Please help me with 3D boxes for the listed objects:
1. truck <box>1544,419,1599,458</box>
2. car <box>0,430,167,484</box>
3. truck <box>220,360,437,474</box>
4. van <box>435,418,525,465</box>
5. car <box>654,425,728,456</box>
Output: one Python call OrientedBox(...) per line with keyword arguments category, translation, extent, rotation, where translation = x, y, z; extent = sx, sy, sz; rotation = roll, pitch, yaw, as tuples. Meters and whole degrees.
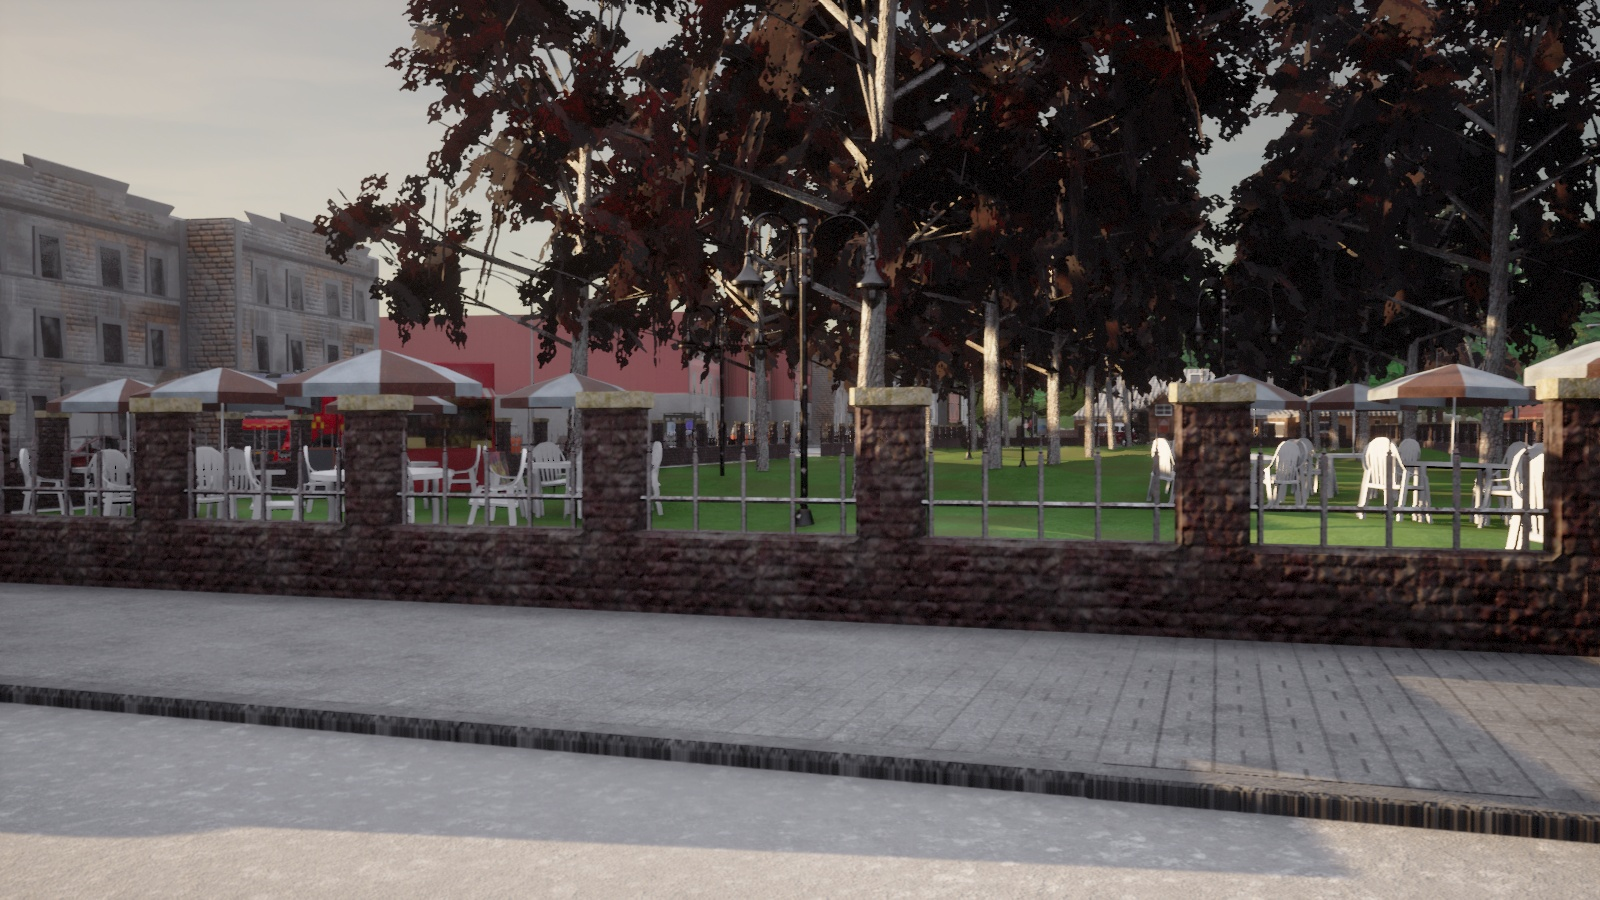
OrientedBox(category="truck", translation=(50.524, -0.757, 81.617), extent=(2.627, 2.467, 5.204), rotation=(1, 1, 18))
OrientedBox(category="car", translation=(-20.724, 0.151, 36.379), extent=(1.816, 1.474, 4.193), rotation=(1, 1, 18))
OrientedBox(category="truck", translation=(-17.257, -1.181, 46.780), extent=(2.891, 3.827, 8.468), rotation=(1, 1, 18))
OrientedBox(category="van", translation=(-14.203, -0.400, 56.001), extent=(1.775, 1.987, 4.442), rotation=(1, 1, 18))
OrientedBox(category="car", translation=(-5.878, -0.537, 68.345), extent=(2.152, 1.651, 5.027), rotation=(1, 1, 19))
